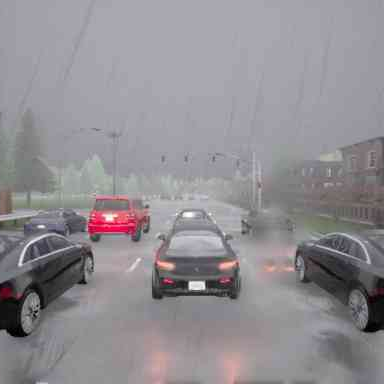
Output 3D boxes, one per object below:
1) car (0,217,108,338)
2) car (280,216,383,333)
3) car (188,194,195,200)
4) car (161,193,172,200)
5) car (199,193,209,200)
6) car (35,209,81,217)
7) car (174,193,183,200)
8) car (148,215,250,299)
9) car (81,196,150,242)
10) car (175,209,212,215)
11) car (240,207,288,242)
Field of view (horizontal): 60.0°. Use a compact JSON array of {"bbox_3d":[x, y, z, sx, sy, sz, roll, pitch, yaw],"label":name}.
[{"bbox_3d":[-3.416,1.491,6.598,2.128,1.511,4.902,0,0,0],"label":"car"},{"bbox_3d":[3.585,1.491,6.769,2.128,1.511,4.902,0,0,0],"label":"car"},{"bbox_3d":[-0.122,1.531,89.790,2.033,1.411,5.357,0,0,0],"label":"car"},{"bbox_3d":[-7.122,1.217,89.810,2.150,2.045,5.566,0,0,0],"label":"car"},{"bbox_3d":[3.378,1.217,89.825,2.150,2.045,5.566,0,0,0],"label":"car"},{"bbox_3d":[-6.936,1.564,17.315,1.994,1.385,4.181,0,0,0],"label":"car"},{"bbox_3d":[-3.622,1.217,89.815,2.150,2.045,5.566,0,0,0],"label":"car"},{"bbox_3d":[0.085,1.526,8.315,1.812,1.442,4.674,0,0,0],"label":"car"},{"bbox_3d":[-3.435,1.221,16.541,2.150,2.045,5.566,0,0,0],"label":"car"},{"bbox_3d":[0.062,1.564,17.063,1.994,1.385,4.181,0,0,0],"label":"car"},{"bbox_3d":[3.561,1.505,16.273,1.837,1.490,4.892,0,0,0],"label":"car"}]
